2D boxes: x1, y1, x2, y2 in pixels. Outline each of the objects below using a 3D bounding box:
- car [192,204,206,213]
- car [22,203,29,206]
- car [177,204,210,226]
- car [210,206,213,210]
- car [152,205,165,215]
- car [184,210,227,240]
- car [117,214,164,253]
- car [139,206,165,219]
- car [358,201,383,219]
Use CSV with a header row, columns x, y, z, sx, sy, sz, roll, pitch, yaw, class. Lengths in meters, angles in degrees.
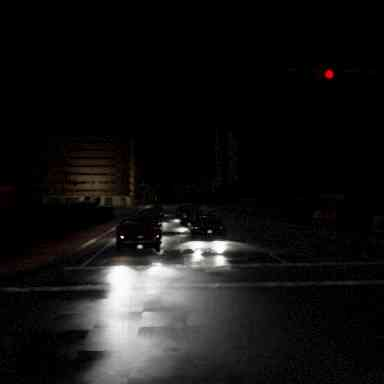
x,y,z,sx,sy,sz,roll,pitch,yaw,class
1.170,2.890,59.902,2.128,1.511,4.902,0,-1,-5,car
-26.988,2.488,51.041,4.605,1.855,1.932,0,-1,-4,car
0.009,2.029,29.679,2.097,1.767,4.553,0,-1,-5,car
2.046,2.677,49.720,1.812,1.442,4.674,0,-1,-4,car
-5.348,2.822,53.680,2.033,1.411,5.357,0,-1,-5,car
0.799,2.004,19.902,1.994,1.385,4.181,0,-1,-5,car
-2.560,1.948,15.549,1.895,1.301,4.718,0,-1,-13,car
-3.049,2.030,24.073,1.882,1.535,5.008,0,-1,-5,car
19.748,1.931,35.939,1.905,1.878,3.866,0,-1,-4,car
